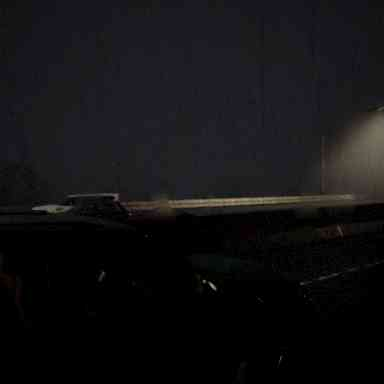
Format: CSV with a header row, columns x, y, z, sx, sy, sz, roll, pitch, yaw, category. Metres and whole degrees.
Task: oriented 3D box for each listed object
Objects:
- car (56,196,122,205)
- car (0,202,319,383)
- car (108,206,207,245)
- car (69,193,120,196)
x,y,z,sx,sy,sz,roll,pitch,yaw,category
-5.443,1.269,17.246,4.553,1.767,2.097,-1,1,-35,car
-1.243,1.212,2.982,5.566,2.045,2.150,-1,1,-35,car
-1.574,1.448,15.681,4.181,1.385,1.994,-1,1,-35,car
-6.921,1.128,20.488,5.566,2.045,2.150,-1,1,-35,car
